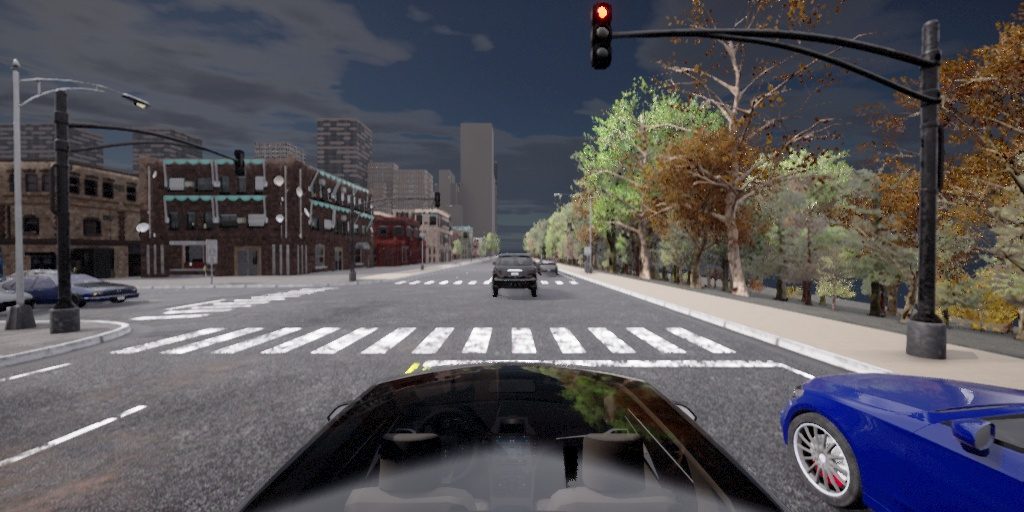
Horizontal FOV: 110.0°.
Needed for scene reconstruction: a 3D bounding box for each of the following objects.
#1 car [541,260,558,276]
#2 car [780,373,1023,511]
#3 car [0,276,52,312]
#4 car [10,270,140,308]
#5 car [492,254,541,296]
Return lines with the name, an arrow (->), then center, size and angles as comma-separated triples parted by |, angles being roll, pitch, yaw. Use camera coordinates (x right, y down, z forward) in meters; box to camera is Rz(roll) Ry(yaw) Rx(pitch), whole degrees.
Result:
car -> 3.414, 1.103, 35.350 | 2.128, 1.511, 4.902 | 0, 0, 0
car -> 3.346, 1.277, 1.349 | 1.812, 1.442, 4.674 | 0, 0, 2
car -> -19.926, 1.523, 12.794 | 4.313, 1.339, 1.948 | 0, 0, 0
car -> -19.552, 1.463, 15.496 | 5.357, 1.411, 2.033 | -1, 1, 0
car -> 0.132, 0.901, 18.955 | 2.150, 2.045, 5.566 | 0, 0, 0
